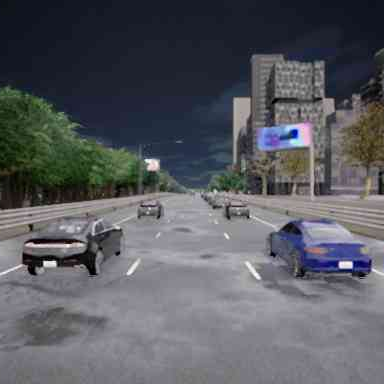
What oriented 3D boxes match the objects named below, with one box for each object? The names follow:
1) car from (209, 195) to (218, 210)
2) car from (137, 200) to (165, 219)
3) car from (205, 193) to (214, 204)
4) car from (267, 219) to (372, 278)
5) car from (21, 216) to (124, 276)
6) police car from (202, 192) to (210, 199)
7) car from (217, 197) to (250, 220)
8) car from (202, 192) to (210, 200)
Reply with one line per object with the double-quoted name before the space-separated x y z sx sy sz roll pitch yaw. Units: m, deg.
"car" 3.504 1.427 41.429 1.994 1.385 4.181 0 0 0
"car" -3.399 1.425 28.099 2.128 1.511 4.902 0 0 0
"car" 3.505 1.313 52.425 2.033 1.411 5.357 0 1 0
"car" 3.598 1.538 10.080 1.812 1.442 4.674 0 0 0
"car" -3.402 1.502 10.386 2.128 1.511 4.902 0 0 0
"police car" 3.509 0.812 85.530 1.930 1.638 5.238 0 1 0
"car" 3.601 1.426 27.745 2.128 1.511 4.902 0 0 0
"car" 3.506 1.142 63.455 2.163 1.488 4.792 0 1 0
